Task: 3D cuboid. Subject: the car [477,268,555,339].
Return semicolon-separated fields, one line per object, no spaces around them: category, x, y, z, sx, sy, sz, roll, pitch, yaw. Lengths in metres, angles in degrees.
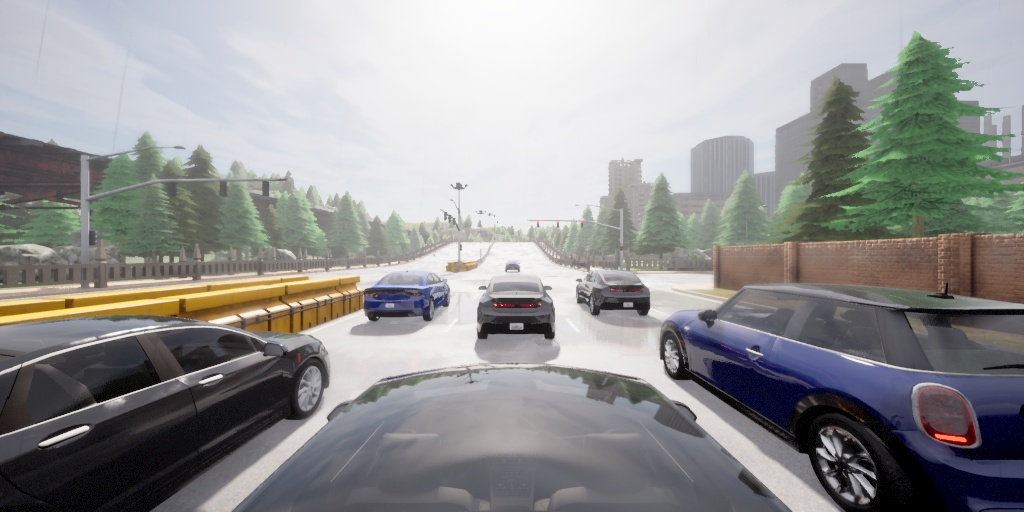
car;0.096;1.255;10.043;1.837;1.490;4.892;0;0;0

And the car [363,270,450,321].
car;-3.404;1.228;12.466;1.882;1.535;5.008;0;0;0

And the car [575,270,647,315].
car;3.614;1.255;13.478;1.837;1.490;4.892;0;0;1

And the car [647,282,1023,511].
car;3.601;1.102;4.393;2.097;1.767;4.553;0;0;0

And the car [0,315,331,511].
car;-3.400;1.255;2.973;1.837;1.490;4.892;0;0;0

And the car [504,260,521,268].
car;0.068;1.276;46.161;1.812;1.442;4.674;0;0;0
